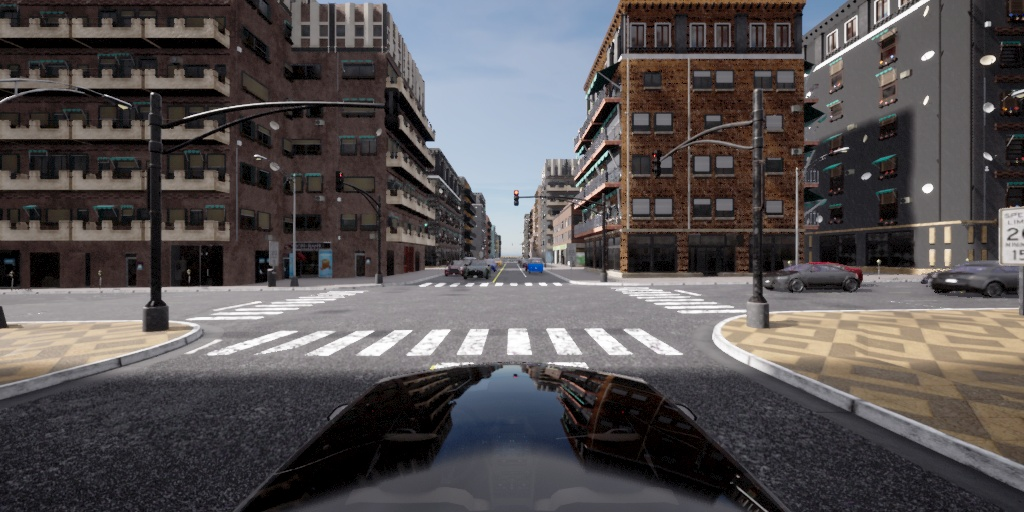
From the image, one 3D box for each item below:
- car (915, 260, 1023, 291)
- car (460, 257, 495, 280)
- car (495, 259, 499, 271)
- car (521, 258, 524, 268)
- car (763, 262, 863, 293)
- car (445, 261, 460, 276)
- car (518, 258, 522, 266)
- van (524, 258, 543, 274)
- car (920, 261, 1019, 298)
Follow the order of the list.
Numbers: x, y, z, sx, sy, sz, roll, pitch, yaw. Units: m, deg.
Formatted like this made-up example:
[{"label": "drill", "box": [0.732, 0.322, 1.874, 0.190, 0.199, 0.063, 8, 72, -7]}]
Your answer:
[{"label": "car", "box": [24.401, 0.942, 18.312, 5.357, 1.411, 2.033, -1, 0, 0]}, {"label": "car", "box": [-2.947, 1.095, 31.315, 2.097, 1.767, 4.553, 0, 0, 1]}, {"label": "car", "box": [-2.921, 1.216, 44.519, 1.882, 1.535, 5.008, 0, 1, 0]}, {"label": "car", "box": [2.582, 1.282, 47.023, 1.888, 1.381, 4.507, 0, 0, 0]}, {"label": "car", "box": [15.033, 1.087, 18.290, 4.181, 1.385, 1.994, -1, 0, 0]}, {"label": "car", "box": [-5.503, 1.181, 35.845, 1.967, 1.591, 4.097, 0, 0, 0]}, {"label": "car", "box": [2.471, 1.299, 58.184, 1.948, 1.339, 4.313, 0, 0, 0]}, {"label": "van", "box": [2.628, 1.080, 40.819, 1.690, 1.789, 3.998, 0, 0, 0]}, {"label": "car", "box": [20.932, 1.012, 15.454, 4.181, 1.385, 1.994, -1, 0, 0]}]
